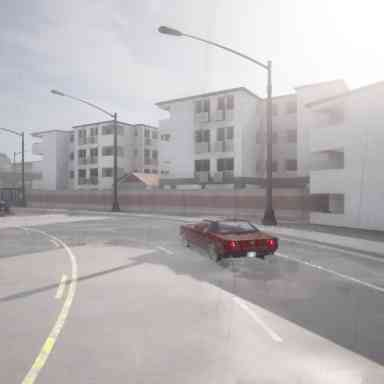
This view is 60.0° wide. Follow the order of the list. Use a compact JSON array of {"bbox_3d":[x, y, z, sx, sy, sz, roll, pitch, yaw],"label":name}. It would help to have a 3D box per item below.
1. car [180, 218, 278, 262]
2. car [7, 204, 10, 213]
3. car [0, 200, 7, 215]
[{"bbox_3d":[1.052,1.601,12.197,1.895,1.301,4.718,0,0,-20],"label":"car"},{"bbox_3d":[-21.330,1.526,35.708,4.674,1.442,1.812,0,0,36],"label":"car"},{"bbox_3d":[-18.782,1.505,29.503,4.892,1.490,1.837,0,0,36],"label":"car"}]
